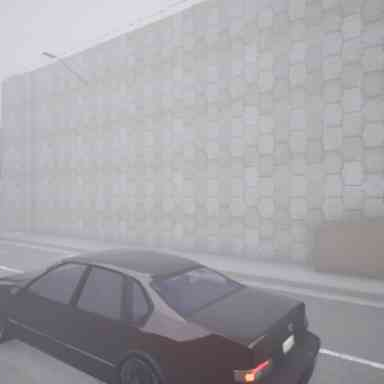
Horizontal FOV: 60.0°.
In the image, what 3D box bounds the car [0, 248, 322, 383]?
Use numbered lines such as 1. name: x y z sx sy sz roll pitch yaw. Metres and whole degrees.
1. car: -1.078 1.568 4.766 5.357 1.411 2.033 0 0 36
